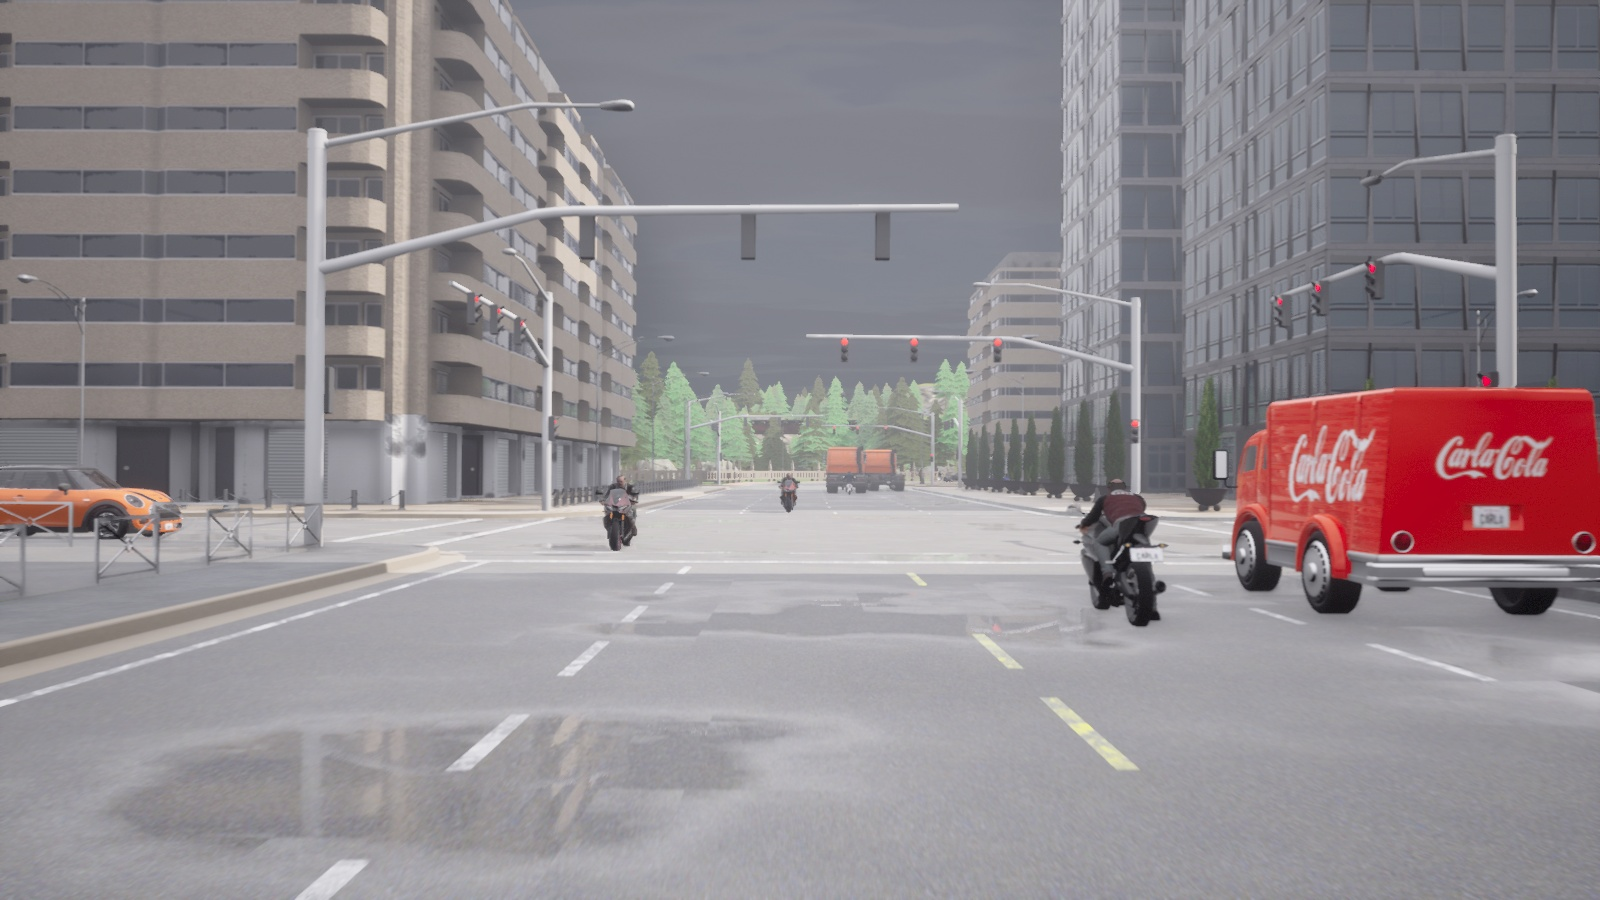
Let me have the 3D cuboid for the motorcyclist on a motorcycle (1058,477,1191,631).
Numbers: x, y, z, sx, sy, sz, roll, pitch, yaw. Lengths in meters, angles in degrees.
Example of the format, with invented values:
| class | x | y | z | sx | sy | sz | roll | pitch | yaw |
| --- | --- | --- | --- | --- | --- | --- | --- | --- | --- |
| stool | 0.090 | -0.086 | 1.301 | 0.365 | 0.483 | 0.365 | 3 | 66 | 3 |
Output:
| class | x | y | z | sx | sy | sz | roll | pitch | yaw |
| --- | --- | --- | --- | --- | --- | --- | --- | --- | --- |
| motorcyclist on a motorcycle | 3.466 | 1.064 | 13.652 | 0.866 | 1.530 | 2.191 | 0 | -1 | 0 |

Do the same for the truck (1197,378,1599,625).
| class | x | y | z | sx | sy | sz | roll | pitch | yaw |
| --- | --- | --- | --- | --- | --- | --- | --- | --- | --- |
| truck | 6.961 | 0.554 | 15.195 | 2.627 | 2.467 | 5.204 | 0 | -1 | 0 |

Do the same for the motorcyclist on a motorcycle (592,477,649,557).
| class | x | y | z | sx | sy | sz | roll | pitch | yaw |
| --- | --- | --- | --- | --- | --- | --- | --- | --- | --- |
| motorcyclist on a motorcycle | -3.586 | 1.309 | 25.283 | 0.866 | 1.530 | 2.191 | 0 | -1 | -1 |

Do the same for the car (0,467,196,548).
| class | x | y | z | sx | sy | sz | roll | pitch | yaw |
| --- | --- | --- | --- | --- | --- | --- | --- | --- | --- |
| car | -16.518 | 1.272 | 28.537 | 4.553 | 1.767 | 2.097 | 0 | -1 | 0 |

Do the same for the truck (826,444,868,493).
| class | x | y | z | sx | sy | sz | roll | pitch | yaw |
| --- | --- | --- | --- | --- | --- | --- | --- | --- | --- |
| truck | 3.379 | 1.366 | 92.429 | 2.891 | 3.462 | 7.936 | 0 | -1 | 1 |

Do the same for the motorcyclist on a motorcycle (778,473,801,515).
| class | x | y | z | sx | sy | sz | roll | pitch | yaw |
| --- | --- | --- | --- | --- | --- | --- | --- | --- | --- |
| motorcyclist on a motorcycle | -0.407 | 1.645 | 47.393 | 0.866 | 1.530 | 2.191 | 0 | -1 | -1 |
